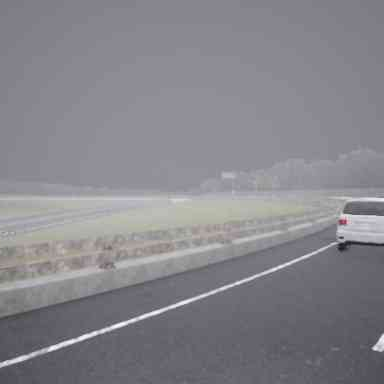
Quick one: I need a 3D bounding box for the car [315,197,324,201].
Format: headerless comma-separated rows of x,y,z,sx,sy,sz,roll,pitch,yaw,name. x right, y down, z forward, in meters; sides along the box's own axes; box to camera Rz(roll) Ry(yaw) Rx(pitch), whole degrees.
31.000,1.800,82.780,1.994,1.385,4.181,0,0,-5,car

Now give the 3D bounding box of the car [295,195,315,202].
27.581,1.809,81.531,1.994,1.385,4.181,0,0,-5,car

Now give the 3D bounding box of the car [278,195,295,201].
26.456,1.780,91.369,1.882,1.535,5.008,0,0,-11,car

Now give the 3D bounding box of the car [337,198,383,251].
7.537,1.254,13.554,2.150,2.045,5.566,0,0,36,car
